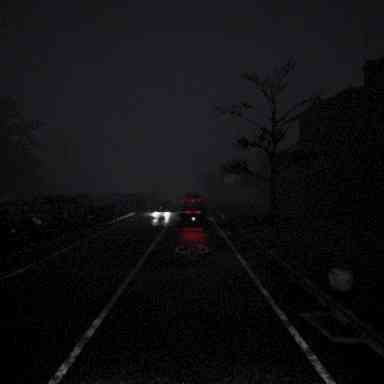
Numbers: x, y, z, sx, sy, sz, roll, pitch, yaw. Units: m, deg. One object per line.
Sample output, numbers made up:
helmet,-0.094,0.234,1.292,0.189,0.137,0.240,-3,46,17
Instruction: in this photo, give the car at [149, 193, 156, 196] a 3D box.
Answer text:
car,-8.992,1.399,55.239,4.792,1.488,2.163,0,0,0

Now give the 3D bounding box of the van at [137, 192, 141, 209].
van,-9.059,1.187,41.214,4.442,1.987,1.878,0,0,0

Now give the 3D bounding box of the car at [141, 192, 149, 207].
car,-8.919,1.158,44.019,5.566,2.045,2.435,0,0,0

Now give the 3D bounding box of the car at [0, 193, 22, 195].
car,-22.047,1.167,37.884,5.566,2.045,2.435,0,0,0

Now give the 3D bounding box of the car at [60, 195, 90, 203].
car,-22.048,1.311,62.873,4.892,1.521,2.231,0,1,0

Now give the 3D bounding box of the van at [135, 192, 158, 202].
van,-9.096,1.051,66.451,4.442,1.987,1.878,0,1,0

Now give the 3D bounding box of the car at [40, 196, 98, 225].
car,-8.883,1.315,21.592,4.553,1.767,2.185,0,0,0

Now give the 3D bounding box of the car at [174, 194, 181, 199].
car,-3.256,1.049,78.782,1.882,1.535,5.008,0,1,0

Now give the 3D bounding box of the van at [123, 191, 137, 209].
van,-9.055,1.191,38.411,4.442,1.987,1.878,0,0,0

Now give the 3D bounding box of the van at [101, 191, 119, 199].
van,-22.210,0.828,90.624,4.442,1.987,1.878,0,1,0

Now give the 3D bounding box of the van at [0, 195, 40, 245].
van,-8.786,1.227,13.182,4.442,1.987,1.878,0,0,0

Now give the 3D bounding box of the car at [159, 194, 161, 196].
car,-8.970,1.302,63.650,5.008,1.535,2.097,0,1,0

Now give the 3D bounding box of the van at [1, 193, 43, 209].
van,-22.142,1.185,43.434,4.442,1.987,1.878,0,0,0

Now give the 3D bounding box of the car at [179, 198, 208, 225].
car,0.098,1.467,23.974,1.837,1.490,4.892,0,0,0

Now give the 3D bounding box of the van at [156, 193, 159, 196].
van,-8.855,1.102,60.841,4.442,1.987,1.878,0,1,0

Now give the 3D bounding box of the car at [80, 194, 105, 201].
car,-22.076,1.209,73.975,4.892,1.521,2.231,0,1,0

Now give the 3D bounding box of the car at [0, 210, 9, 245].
car,-8.893,1.456,10.379,5.008,1.535,2.097,0,0,0

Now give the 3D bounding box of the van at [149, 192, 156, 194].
van,-9.084,1.122,58.040,4.442,1.987,1.878,0,0,0

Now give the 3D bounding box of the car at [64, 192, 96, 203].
car,-22.029,1.033,65.645,5.566,2.045,2.435,0,1,0

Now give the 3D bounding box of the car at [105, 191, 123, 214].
car,-8.894,1.181,27.198,5.566,2.045,2.435,0,0,0

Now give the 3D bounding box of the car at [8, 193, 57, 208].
car,-22.058,1.155,46.211,5.566,2.045,2.435,0,0,0

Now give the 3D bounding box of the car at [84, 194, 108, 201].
car,-22.103,1.211,76.750,4.792,1.488,2.163,0,1,0

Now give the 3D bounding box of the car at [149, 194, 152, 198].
car,-8.961,1.396,49.628,4.892,1.521,2.231,0,0,0

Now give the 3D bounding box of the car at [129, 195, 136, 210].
car,-8.928,1.422,35.608,4.892,1.521,2.231,0,0,0

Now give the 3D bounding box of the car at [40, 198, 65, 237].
car,-8.938,1.323,15.985,4.553,1.767,2.185,0,0,0

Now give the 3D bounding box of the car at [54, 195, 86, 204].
car,-22.044,1.333,60.095,5.008,1.535,2.097,0,0,0

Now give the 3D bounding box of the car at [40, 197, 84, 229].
car,-8.879,1.319,18.788,4.553,1.767,2.185,0,0,0

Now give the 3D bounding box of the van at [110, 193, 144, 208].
van,-9.068,1.179,46.819,4.442,1.987,1.878,0,0,0

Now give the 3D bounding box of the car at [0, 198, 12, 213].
car,-21.985,1.452,35.109,4.792,1.488,2.163,0,0,0

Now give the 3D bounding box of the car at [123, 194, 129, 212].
car,-8.962,1.299,32.805,4.553,1.767,2.185,0,0,0

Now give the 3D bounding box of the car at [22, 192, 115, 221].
car,-8.890,1.185,24.395,5.566,2.045,2.435,0,0,0

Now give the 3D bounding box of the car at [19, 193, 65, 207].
car,-22.005,1.146,48.988,5.566,2.045,2.435,0,0,0

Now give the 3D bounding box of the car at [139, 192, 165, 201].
car,-8.963,0.947,74.861,5.566,2.045,2.435,0,1,0

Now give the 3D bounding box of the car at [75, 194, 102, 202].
car,-22.071,1.233,71.199,5.008,1.535,2.097,0,1,0

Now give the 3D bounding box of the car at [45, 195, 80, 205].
car,-22.230,1.351,57.318,5.366,1.575,1.946,0,0,0

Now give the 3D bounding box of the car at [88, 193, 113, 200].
car,-21.892,1.153,79.525,5.366,1.575,1.946,0,1,0

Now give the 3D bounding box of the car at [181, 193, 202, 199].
car,0.097,1.134,41.478,2.150,2.045,5.566,0,0,0

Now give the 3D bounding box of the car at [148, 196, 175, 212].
car,-3.345,1.495,37.307,1.994,1.385,4.181,0,0,0

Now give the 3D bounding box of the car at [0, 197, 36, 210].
car,-22.208,1.412,40.660,5.366,1.575,1.946,0,0,0
